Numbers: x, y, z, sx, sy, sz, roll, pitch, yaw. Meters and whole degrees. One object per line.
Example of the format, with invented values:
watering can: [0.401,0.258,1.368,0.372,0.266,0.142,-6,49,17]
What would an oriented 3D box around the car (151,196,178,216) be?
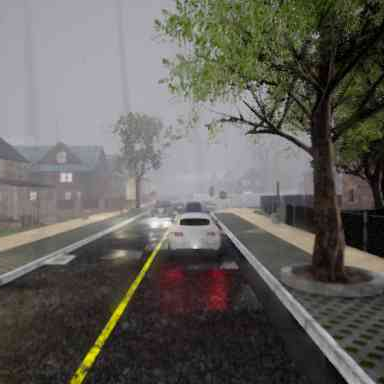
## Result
car: [-2.752,1.470,32.030,2.128,1.511,4.902,0,0,0]

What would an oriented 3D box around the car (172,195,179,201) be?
car: [-4.460,1.530,82.340,1.994,1.385,4.181,0,0,-15]

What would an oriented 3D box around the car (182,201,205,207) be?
car: [0.108,1.508,27.629,1.812,1.442,4.674,0,0,0]

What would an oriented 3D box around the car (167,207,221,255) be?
car: [0.101,1.519,13.067,1.812,1.442,4.674,0,0,0]
